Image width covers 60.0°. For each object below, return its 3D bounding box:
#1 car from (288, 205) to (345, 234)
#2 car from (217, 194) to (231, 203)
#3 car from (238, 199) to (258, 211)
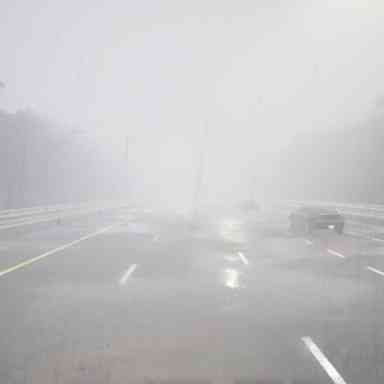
[{"bbox_3d":[6.994,1.509,19.094,1.837,1.490,4.892,0,0,0],"label":"car"},{"bbox_3d":[7.118,1.414,71.889,2.097,1.767,4.553,0,0,0],"label":"car"},{"bbox_3d":[7.013,1.572,41.806,2.033,1.411,5.357,0,0,0],"label":"car"}]
